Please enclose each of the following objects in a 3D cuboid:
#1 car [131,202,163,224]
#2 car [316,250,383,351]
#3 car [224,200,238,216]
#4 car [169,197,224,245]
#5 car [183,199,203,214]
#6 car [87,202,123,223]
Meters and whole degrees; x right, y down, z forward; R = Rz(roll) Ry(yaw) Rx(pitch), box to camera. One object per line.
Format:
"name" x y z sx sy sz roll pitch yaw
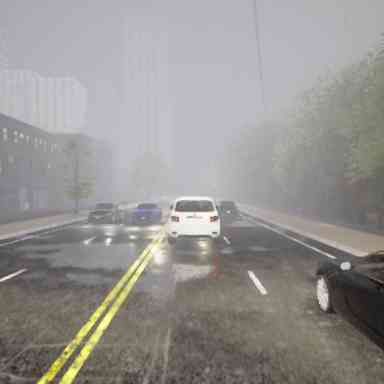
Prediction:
"car" -3.331 1.517 25.289 1.882 1.535 5.008 0 0 0
"car" 3.350 1.485 4.571 1.882 1.535 5.008 0 0 0
"car" 3.362 1.553 32.927 1.837 1.490 4.892 0 0 0
"car" 0.105 1.247 15.886 2.150 2.045 5.566 0 0 0
"car" 0.111 1.602 37.507 2.033 1.411 5.357 0 0 0
"car" -6.580 1.545 25.656 1.837 1.490 4.892 0 0 0
